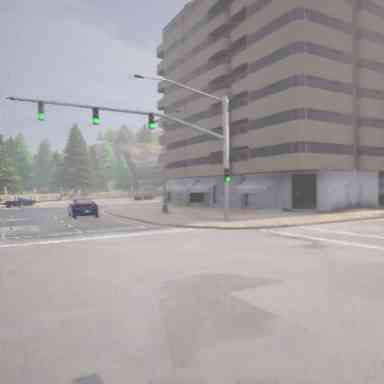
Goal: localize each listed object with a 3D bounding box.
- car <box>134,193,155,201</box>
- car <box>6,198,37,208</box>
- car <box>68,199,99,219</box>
[{"bbox_3d":[-9.172,0.923,64.127,1.994,1.385,4.181,0,1,38],"label":"car"},{"bbox_3d":[-23.193,1.406,45.316,1.895,1.301,4.718,-1,1,1],"label":"car"},{"bbox_3d":[-8.926,1.275,27.190,1.882,1.535,5.008,-1,1,-25],"label":"car"}]
